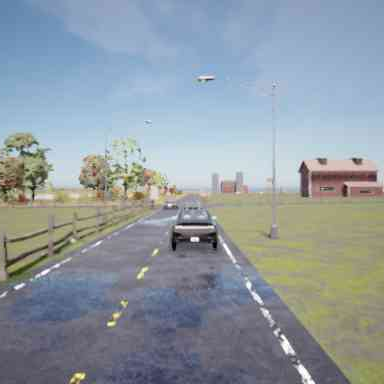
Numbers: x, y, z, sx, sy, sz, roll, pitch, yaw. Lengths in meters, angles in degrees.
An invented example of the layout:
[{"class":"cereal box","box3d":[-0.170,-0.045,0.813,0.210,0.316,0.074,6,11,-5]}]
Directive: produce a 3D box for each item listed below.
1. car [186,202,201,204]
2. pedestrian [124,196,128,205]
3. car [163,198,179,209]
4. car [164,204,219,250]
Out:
[{"class":"car","box3d":[0.106,1.615,33.071,1.895,1.301,4.718,0,0,0]},{"class":"pedestrian","box3d":[-12.146,1.445,60.997,0.375,1.860,0.375,0,1,0]},{"class":"car","box3d":[-2.743,1.517,44.263,2.128,1.511,4.902,0,0,0]},{"class":"car","box3d":[0.102,1.497,14.460,2.128,1.511,4.902,0,0,0]}]
